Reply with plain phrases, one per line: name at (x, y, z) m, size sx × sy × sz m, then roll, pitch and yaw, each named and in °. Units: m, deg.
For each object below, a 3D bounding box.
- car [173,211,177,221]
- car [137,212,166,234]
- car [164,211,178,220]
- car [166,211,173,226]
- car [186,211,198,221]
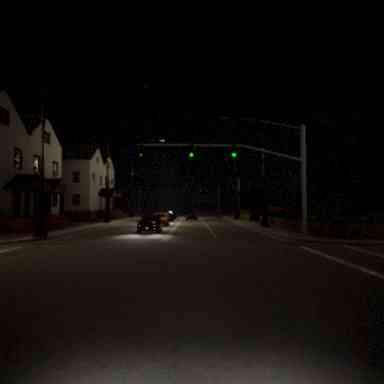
car at (-3.634, 3.625, 47.951) m, size 1.994 × 1.385 × 4.181 m, roll 0°, pitch -2°, yaw 0°
car at (-3.628, 2.762, 29.129) m, size 1.837 × 1.490 × 4.892 m, roll 0°, pitch -2°, yaw 0°
car at (-3.609, 4.034, 57.903) m, size 2.033 × 1.411 × 5.357 m, roll 0°, pitch -2°, yaw 0°
car at (-3.635, 3.140, 38.618) m, size 1.882 × 1.535 × 5.008 m, roll 0°, pitch -2°, yaw 0°
car at (-0.049, 3.833, 53.436) m, size 2.033 × 1.411 × 5.357 m, roll 0°, pitch -2°, yaw 0°
